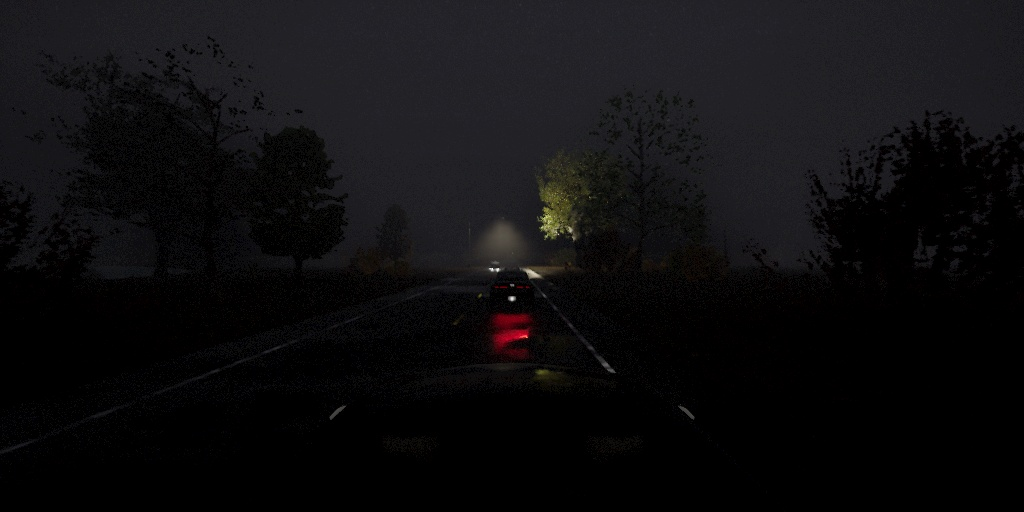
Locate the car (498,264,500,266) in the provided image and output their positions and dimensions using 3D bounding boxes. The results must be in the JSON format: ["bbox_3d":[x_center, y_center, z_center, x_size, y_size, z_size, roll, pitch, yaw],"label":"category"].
[{"bbox_3d":[0.020,1.565,31.160,1.994,1.385,4.181,0,0,0],"label":"car"}]

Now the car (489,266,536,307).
[{"bbox_3d":[0.012,1.384,16.154,1.837,1.490,4.892,0,0,0],"label":"car"}]
